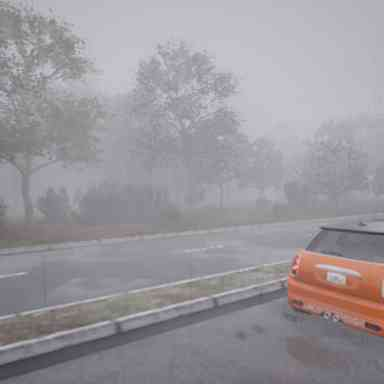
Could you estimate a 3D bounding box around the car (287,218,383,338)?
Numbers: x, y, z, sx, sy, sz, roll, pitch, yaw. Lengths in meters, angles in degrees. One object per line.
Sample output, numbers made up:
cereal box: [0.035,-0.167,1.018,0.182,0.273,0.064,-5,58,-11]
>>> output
car: [3.893,1.290,6.219,4.553,1.767,2.097,-1,0,-35]
